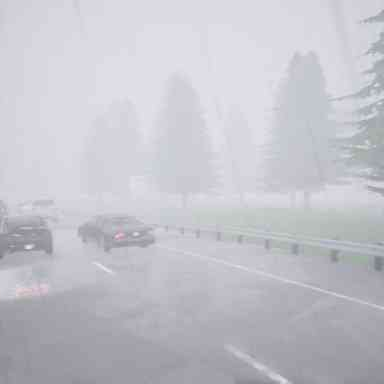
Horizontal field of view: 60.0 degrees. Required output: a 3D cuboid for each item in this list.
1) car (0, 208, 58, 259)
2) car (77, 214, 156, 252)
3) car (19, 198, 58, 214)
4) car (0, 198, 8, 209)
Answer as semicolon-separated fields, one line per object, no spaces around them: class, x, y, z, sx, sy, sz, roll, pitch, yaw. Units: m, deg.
car;-6.971;1.648;13.515;1.837;1.490;4.892;0;0;-34
car;-3.495;1.662;14.618;2.033;1.411;5.357;0;0;-33
car;-12.939;1.504;27.835;2.150;2.045;5.566;0;0;-38
car;-15.711;1.518;25.699;2.150;2.045;5.566;0;0;-38
